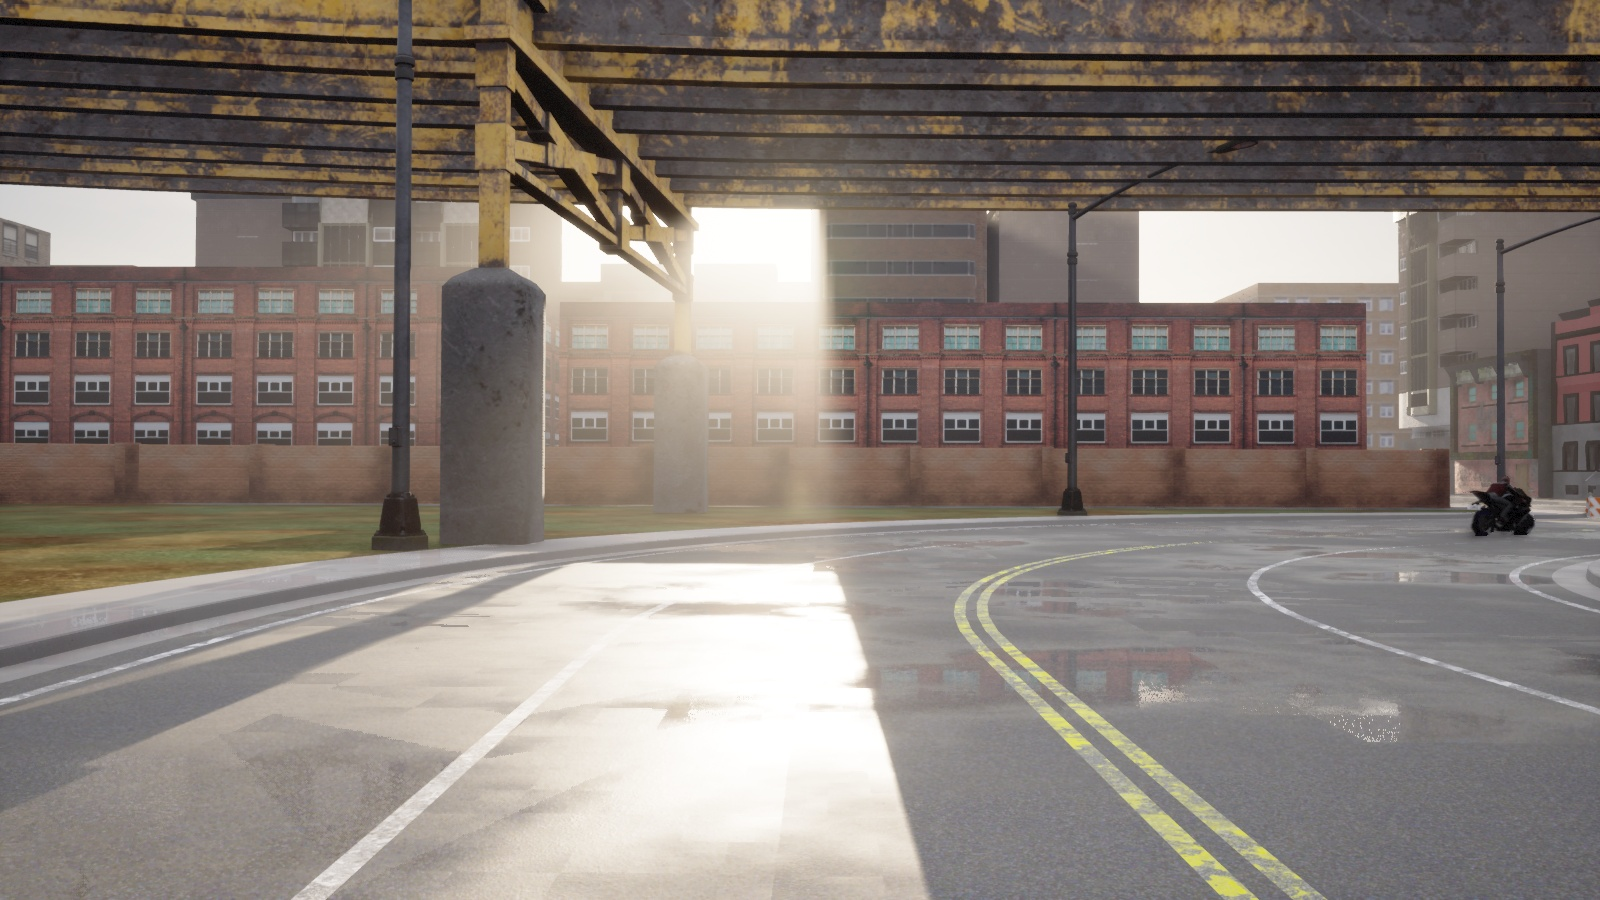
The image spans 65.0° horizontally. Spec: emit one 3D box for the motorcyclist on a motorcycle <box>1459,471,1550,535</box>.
[{"bbox_3d":[17.679,1.307,31.506,2.191,1.530,0.866,0,-1,-25],"label":"motorcyclist on a motorcycle"}]
